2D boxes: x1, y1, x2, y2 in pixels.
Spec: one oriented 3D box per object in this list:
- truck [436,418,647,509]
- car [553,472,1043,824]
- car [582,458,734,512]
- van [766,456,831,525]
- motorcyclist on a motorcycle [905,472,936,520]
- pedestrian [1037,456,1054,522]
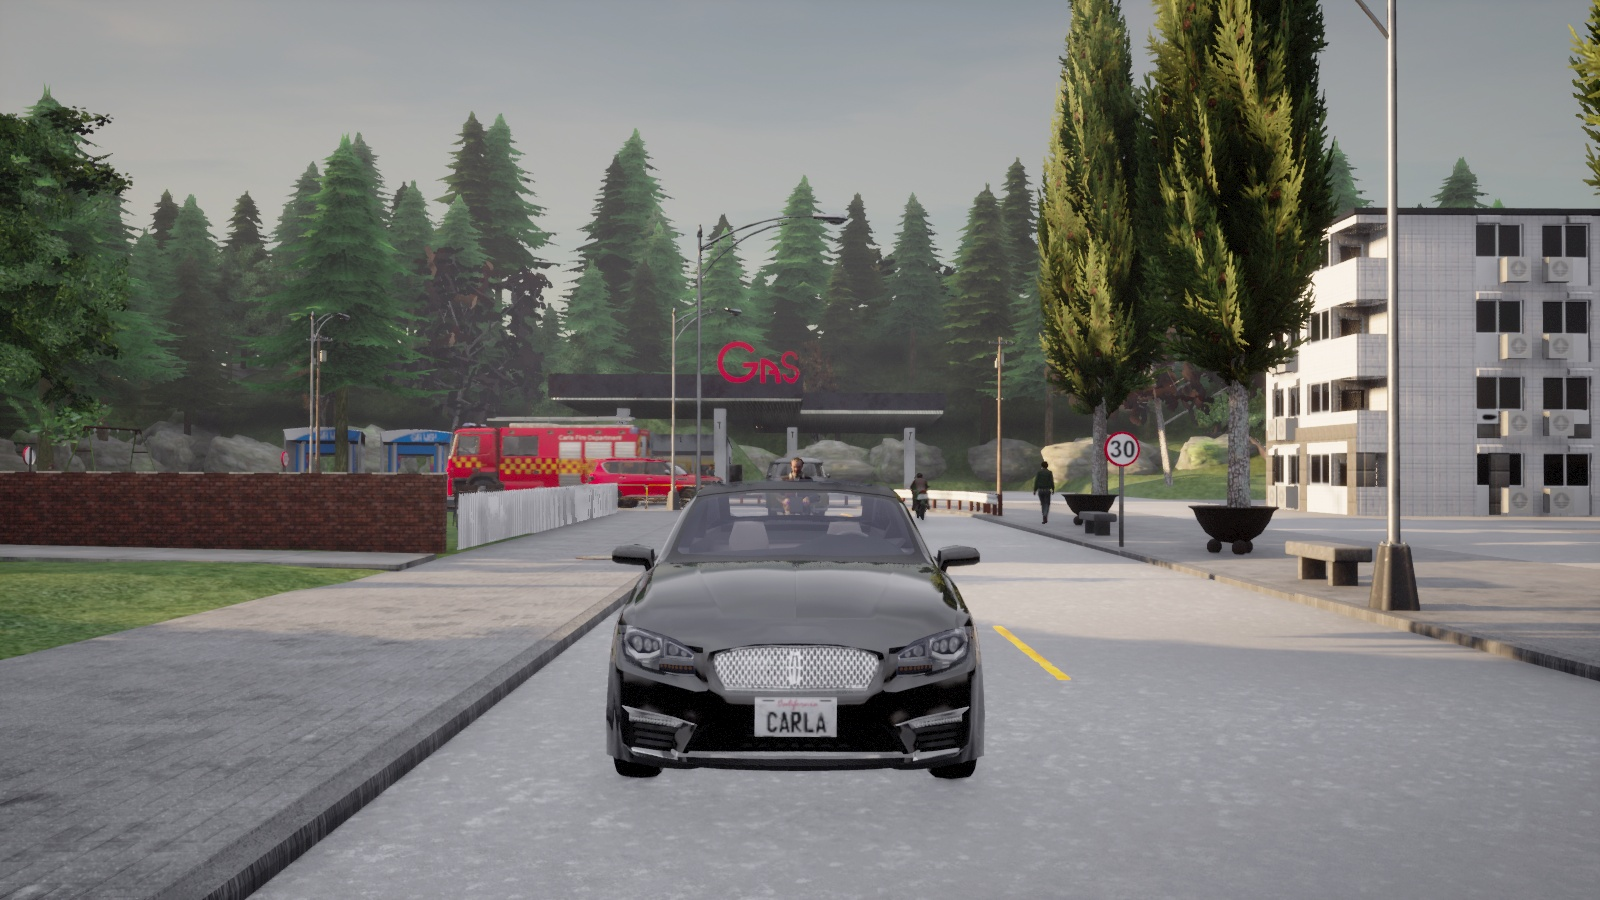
[{"bbox_3d":[-11.086,0.604,54.298,8.468,3.827,2.891,0,-1,5],"label":"truck"},{"bbox_3d":[-0.019,0.903,7.912,2.128,1.511,4.902,0,-1,0],"label":"car"},{"bbox_3d":[-5.591,1.387,49.538,5.566,2.045,2.150,0,-1,13],"label":"car"},{"bbox_3d":[-0.111,1.220,38.936,1.775,1.987,4.442,0,-1,-3],"label":"van"},{"bbox_3d":[3.886,1.462,40.672,0.797,1.523,2.044,0,-1,-1],"label":"motorcyclist on a motorcycle"},{"bbox_3d":[6.929,1.091,35.505,0.353,1.847,0.614,-1,-1,21],"label":"pedestrian"}]
